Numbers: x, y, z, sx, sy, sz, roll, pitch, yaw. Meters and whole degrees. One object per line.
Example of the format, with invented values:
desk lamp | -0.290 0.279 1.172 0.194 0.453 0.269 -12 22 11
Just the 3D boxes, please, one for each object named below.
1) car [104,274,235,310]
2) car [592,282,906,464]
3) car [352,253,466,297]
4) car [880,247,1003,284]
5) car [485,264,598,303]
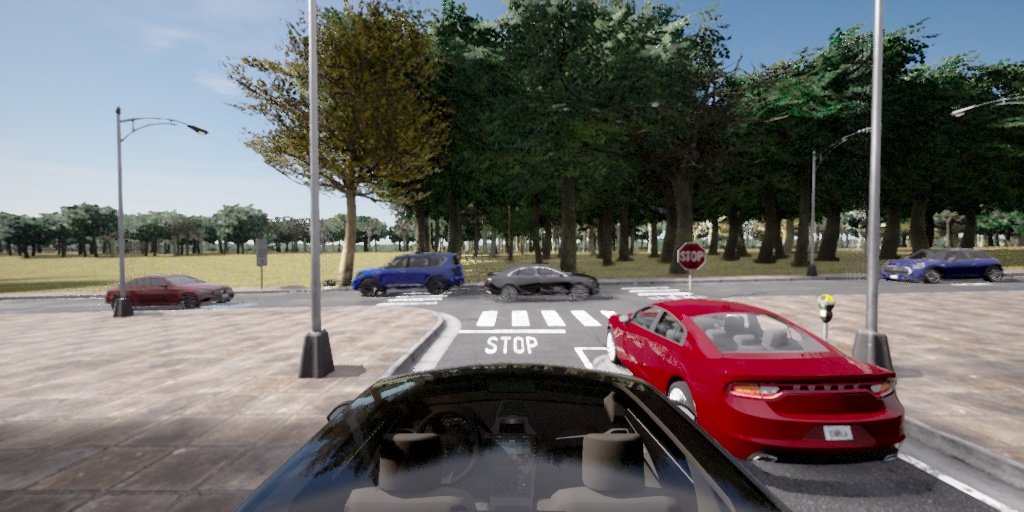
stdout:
car | -14.796 1.531 15.578 4.674 1.442 1.812 -2 1 0
car | 2.639 1.273 5.121 1.888 1.381 4.507 0 0 0
car | -5.208 0.927 18.508 5.566 2.045 2.150 -1 1 0
car | 21.937 0.430 18.473 4.553 1.767 2.097 -1 1 0
car | 1.280 1.112 15.559 4.902 1.511 2.128 -1 1 0
